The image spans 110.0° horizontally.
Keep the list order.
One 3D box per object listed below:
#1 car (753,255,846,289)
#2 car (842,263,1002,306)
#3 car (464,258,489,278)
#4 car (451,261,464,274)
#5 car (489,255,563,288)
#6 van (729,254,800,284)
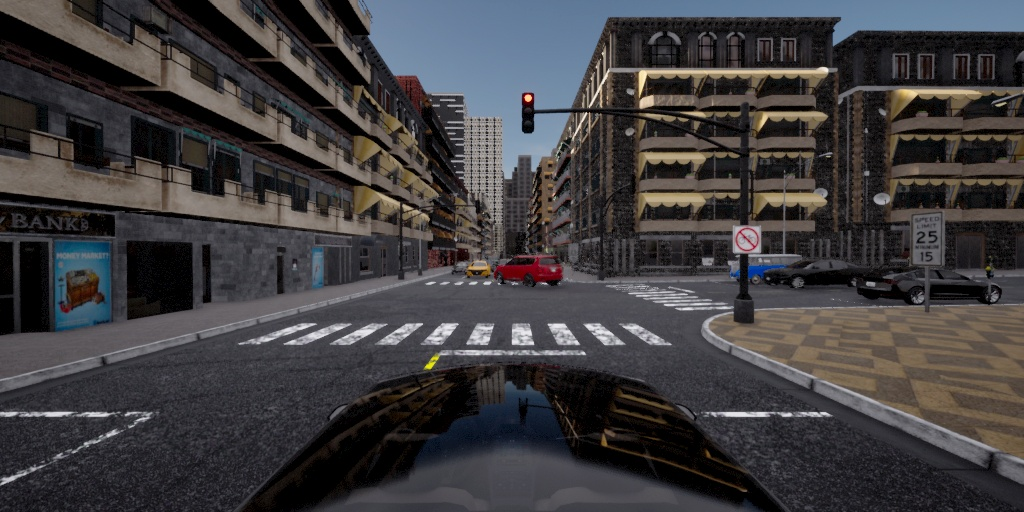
[{"bbox_3d":[16.425,0.929,19.519,5.008,1.535,1.882,-1,0,-1],"label":"car"},{"bbox_3d":[15.777,1.077,13.725,4.313,1.339,1.948,0,0,-1],"label":"car"},{"bbox_3d":[-3.088,1.230,34.057,1.882,1.535,5.008,0,0,0],"label":"car"},{"bbox_3d":[-5.676,1.305,39.997,2.007,1.370,4.403,0,0,0],"label":"car"},{"bbox_3d":[1.025,0.976,24.166,2.150,2.045,5.566,-2,1,-36],"label":"car"},{"bbox_3d":[15.662,0.782,22.104,3.998,1.789,1.690,0,0,-1],"label":"van"}]
